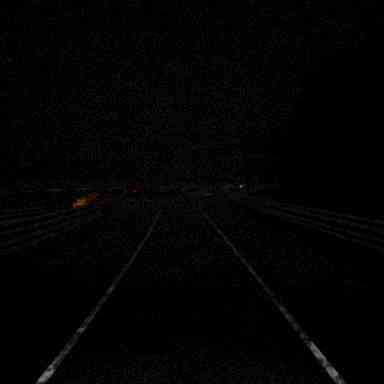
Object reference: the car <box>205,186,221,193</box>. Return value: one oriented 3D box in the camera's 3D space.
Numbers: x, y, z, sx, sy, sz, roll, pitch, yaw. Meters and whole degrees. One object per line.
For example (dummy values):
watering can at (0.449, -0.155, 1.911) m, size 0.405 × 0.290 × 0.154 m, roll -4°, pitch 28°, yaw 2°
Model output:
car at (4.826, -0.403, 79.401) m, size 1.895 × 1.301 × 4.718 m, roll 0°, pitch 2°, yaw 17°

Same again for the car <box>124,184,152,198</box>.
car at (-9.340, -0.028, 56.651) m, size 2.150 × 2.045 × 5.566 m, roll 0°, pitch 2°, yaw 17°

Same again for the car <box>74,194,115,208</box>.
car at (-9.347, 0.929, 32.369) m, size 1.882 × 1.535 × 5.008 m, roll 0°, pitch 2°, yaw 17°

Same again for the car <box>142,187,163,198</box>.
car at (-5.991, 0.358, 55.637) m, size 1.895 × 1.301 × 4.718 m, roll 0°, pitch 2°, yaw 17°

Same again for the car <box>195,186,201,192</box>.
car at (1.010, -0.781, 90.997) m, size 1.812 × 1.442 × 4.674 m, roll 0°, pitch 2°, yaw 17°

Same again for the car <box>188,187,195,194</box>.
car at (-1.423, -0.231, 70.796) m, size 1.882 × 1.535 × 5.008 m, roll 0°, pitch 2°, yaw 17°

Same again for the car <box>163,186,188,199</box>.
car at (-2.648, 0.270, 54.601) m, size 1.837 × 1.490 × 4.892 m, roll 0°, pitch 2°, yaw 17°
